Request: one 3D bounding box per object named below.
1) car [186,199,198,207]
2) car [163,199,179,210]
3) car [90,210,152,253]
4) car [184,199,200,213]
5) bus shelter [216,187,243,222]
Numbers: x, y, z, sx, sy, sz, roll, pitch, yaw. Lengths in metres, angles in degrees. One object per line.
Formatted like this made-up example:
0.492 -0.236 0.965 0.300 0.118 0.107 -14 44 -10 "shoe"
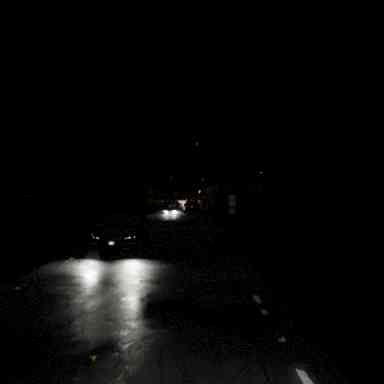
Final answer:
0.011 1.824 57.049 1.895 1.301 4.718 0 0 0 "car"
-2.830 1.671 45.387 2.128 1.511 4.902 0 0 0 "car"
-2.820 1.569 14.086 1.837 1.490 4.892 0 -1 0 "car"
0.007 1.720 39.443 2.033 1.411 5.357 0 0 0 "car"
3.151 0.999 28.692 1.920 2.740 3.880 1 1 0 "bus shelter"
